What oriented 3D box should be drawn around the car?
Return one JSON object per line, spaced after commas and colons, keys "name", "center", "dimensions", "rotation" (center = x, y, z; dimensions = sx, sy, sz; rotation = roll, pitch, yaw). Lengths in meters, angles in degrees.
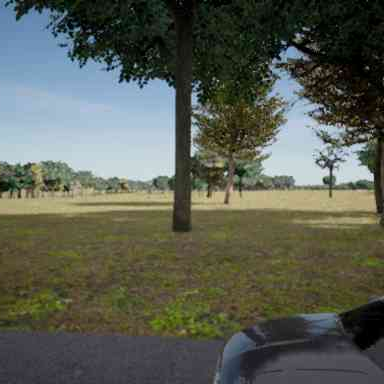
{"name": "car", "center": [2.586, 1.505, 2.589], "dimensions": [4.892, 1.490, 1.837], "rotation": [0, 0, 6]}
